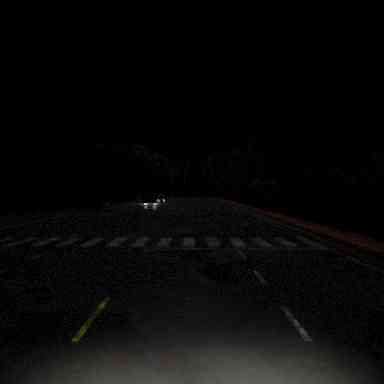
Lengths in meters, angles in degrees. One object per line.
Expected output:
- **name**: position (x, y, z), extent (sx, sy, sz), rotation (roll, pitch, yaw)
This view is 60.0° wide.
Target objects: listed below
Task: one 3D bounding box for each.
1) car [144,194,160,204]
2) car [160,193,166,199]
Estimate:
- **car**: position (-7.149, 1.257, 57.837), extent (1.837, 1.490, 4.892), rotation (0, 2, -1)
- **car**: position (-7.599, 1.089, 83.598), extent (1.812, 1.442, 4.674), rotation (0, 0, -1)
